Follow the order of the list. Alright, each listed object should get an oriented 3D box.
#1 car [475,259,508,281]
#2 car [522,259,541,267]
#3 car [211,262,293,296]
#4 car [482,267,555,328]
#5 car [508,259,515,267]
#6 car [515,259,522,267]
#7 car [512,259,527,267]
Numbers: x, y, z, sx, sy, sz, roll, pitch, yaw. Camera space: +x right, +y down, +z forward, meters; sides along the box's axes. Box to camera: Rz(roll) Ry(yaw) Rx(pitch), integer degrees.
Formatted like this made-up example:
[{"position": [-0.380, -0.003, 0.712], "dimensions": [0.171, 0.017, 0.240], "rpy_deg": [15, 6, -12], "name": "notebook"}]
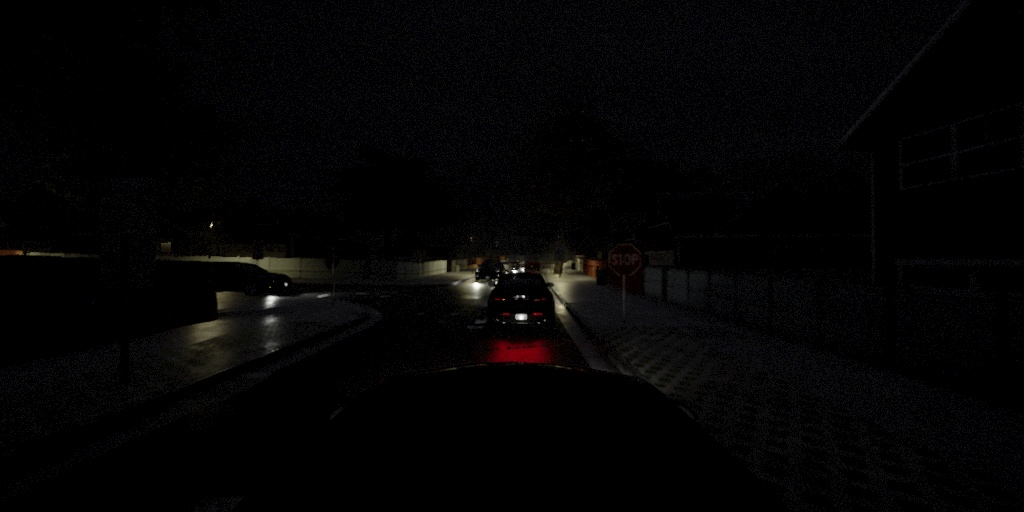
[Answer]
[{"position": [-1.761, 1.085, 29.957], "dimensions": [2.097, 1.767, 4.553], "rpy_deg": [0, 0, 4], "name": "car"}, {"position": [2.726, 1.104, 46.812], "dimensions": [1.882, 1.535, 5.008], "rpy_deg": [0, 0, 6], "name": "car"}, {"position": [-12.862, 1.029, 16.693], "dimensions": [4.892, 1.490, 1.837], "rpy_deg": [1, 0, 2], "name": "car"}, {"position": [0.290, 1.266, 11.418], "dimensions": [1.837, 1.490, 4.892], "rpy_deg": [0, 0, 1], "name": "car"}, {"position": [-1.034, 1.207, 38.876], "dimensions": [1.812, 1.442, 4.674], "rpy_deg": [0, 0, 5], "name": "car"}, {"position": [0.018, 1.107, 48.954], "dimensions": [2.128, 1.511, 4.902], "rpy_deg": [0, 0, 7], "name": "car"}, {"position": [1.348, 1.147, 59.064], "dimensions": [1.895, 1.301, 4.718], "rpy_deg": [0, 0, 8], "name": "car"}]
